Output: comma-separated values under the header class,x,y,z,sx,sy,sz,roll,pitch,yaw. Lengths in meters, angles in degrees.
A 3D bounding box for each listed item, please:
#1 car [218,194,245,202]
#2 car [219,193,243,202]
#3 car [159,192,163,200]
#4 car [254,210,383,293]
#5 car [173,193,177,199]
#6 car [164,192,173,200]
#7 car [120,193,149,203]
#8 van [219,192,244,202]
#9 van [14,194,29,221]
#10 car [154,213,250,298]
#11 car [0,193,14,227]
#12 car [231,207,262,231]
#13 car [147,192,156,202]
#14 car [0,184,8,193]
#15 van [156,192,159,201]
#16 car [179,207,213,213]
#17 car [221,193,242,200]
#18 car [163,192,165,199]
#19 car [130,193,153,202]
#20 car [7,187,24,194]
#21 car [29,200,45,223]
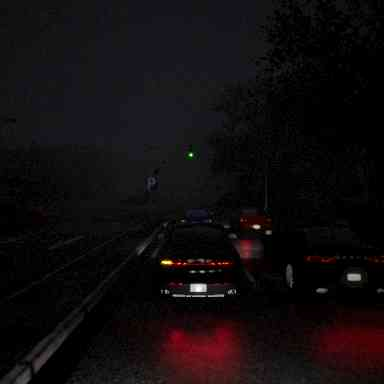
class,x,y,z,sx,sy,sz,roll,pitch,yaw
car,8.501,1.264,71.197,5.366,1.575,1.946,1,0,-13
car,7.953,1.142,68.206,4.553,1.767,2.185,1,0,-13
car,-9.699,1.321,74.673,4.892,1.521,2.231,-1,0,-13
car,3.142,1.488,8.901,1.882,1.535,5.008,0,0,0
car,-7.625,1.065,89.649,5.566,2.045,2.435,-1,0,-12
car,-8.089,1.357,86.645,4.674,1.452,2.002,-1,0,-12
car,-11.182,1.358,62.723,4.792,1.488,2.163,-1,0,-15
van,7.556,1.043,65.238,4.442,1.987,1.878,1,0,-14
van,-13.514,1.297,21.949,4.442,1.987,1.878,-1,0,-19
car,0.139,1.516,8.546,1.837,1.490,4.892,0,0,0
car,-13.643,1.267,18.913,5.566,2.045,2.435,-1,0,-19
car,3.247,1.552,18.820,1.812,1.442,4.674,0,0,1
car,-10.525,1.315,65.713,5.366,1.575,1.946,-1,0,-14
car,-30.936,-0.426,53.736,2.435,2.045,5.566,6,-3,-19
van,-9.940,1.093,71.702,4.442,1.987,1.878,-1,0,-14
car,0.229,1.552,18.559,1.812,1.442,4.674,0,0,1
car,9.806,1.129,82.898,4.553,1.767,2.185,1,0,-12
car,-9.314,1.359,77.666,4.674,1.452,2.002,-1,0,-13
car,-10.419,1.196,68.664,4.553,1.767,2.185,-1,0,-14
car,-27.942,0.137,53.663,2.002,1.452,4.674,6,-3,-19
car,-13.526,1.403,24.927,4.553,1.767,2.185,-1,0,-19
